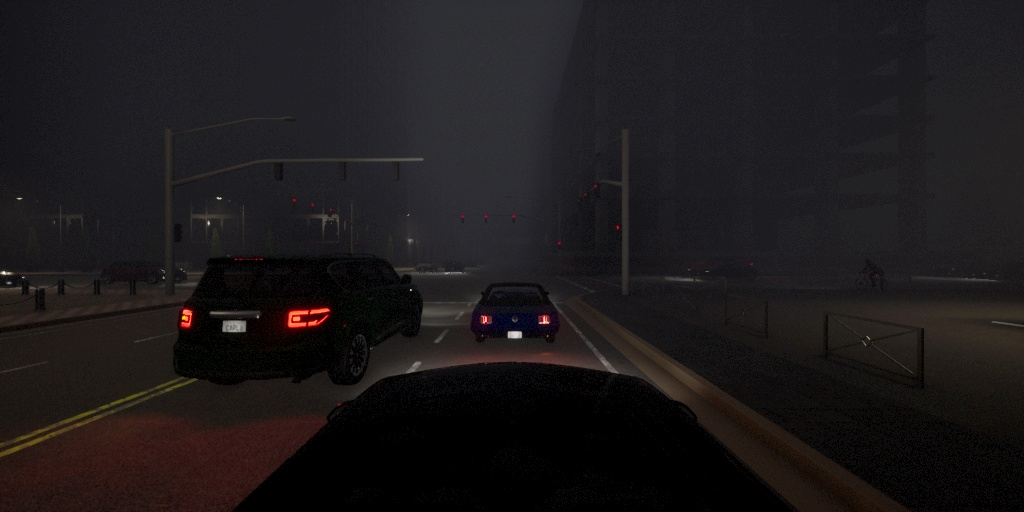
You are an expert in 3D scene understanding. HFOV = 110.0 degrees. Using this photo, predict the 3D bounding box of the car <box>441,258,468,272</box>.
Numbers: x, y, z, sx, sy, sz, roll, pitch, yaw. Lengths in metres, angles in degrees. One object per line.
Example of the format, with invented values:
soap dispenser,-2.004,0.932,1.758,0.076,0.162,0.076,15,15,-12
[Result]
car,-7.092,1.312,44.538,1.994,1.385,4.181,0,0,0

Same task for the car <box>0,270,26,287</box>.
car,-32.930,1.241,21.641,5.357,1.411,2.033,0,0,0

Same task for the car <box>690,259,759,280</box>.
car,17.557,1.219,29.271,4.674,1.442,1.812,0,0,-1

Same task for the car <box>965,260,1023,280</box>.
car,40.674,1.258,29.333,4.181,1.385,1.994,0,0,0

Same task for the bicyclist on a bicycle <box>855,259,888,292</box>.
bicyclist on a bicycle,18.331,0.997,18.310,0.582,1.620,1.656,0,0,0

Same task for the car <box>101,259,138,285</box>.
car,-25.675,1.046,25.135,4.553,1.767,2.097,0,0,0

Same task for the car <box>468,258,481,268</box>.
car,-7.064,1.295,61.618,2.033,1.411,5.357,0,0,0

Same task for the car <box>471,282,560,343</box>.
car,0.080,1.351,9.666,1.895,1.301,4.718,0,0,0

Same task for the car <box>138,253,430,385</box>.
car,-3.438,0.971,7.152,2.150,2.045,5.566,0,0,0

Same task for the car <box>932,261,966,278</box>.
car,41.646,1.171,32.829,5.008,1.535,1.882,0,0,0

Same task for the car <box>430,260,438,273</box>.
car,-10.598,1.274,44.842,1.812,1.442,4.674,0,0,0

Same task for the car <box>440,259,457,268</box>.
car,-10.573,1.225,60.092,1.882,1.535,5.008,0,0,0

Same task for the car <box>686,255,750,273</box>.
car,18.967,0.914,32.797,5.566,2.045,2.150,0,0,0
